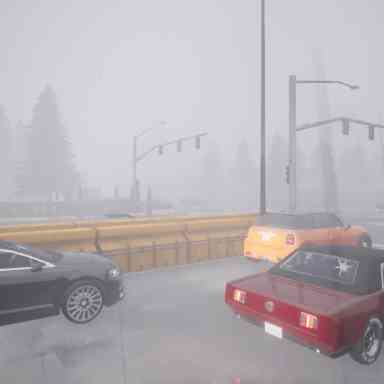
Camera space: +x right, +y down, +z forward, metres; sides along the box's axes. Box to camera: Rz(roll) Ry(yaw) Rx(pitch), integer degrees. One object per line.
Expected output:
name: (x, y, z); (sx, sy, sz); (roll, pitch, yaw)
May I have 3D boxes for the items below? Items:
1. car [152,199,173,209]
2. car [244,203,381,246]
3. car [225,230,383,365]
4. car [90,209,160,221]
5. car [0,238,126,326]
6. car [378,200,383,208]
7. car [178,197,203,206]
car: (-4.251, 1.564, 43.976); (1.994, 1.385, 4.181); (0, 0, -36)
car: (3.870, 1.352, 10.817); (4.553, 1.767, 2.097); (0, 0, -36)
car: (2.922, 1.601, 5.837); (4.718, 1.301, 1.895); (0, 0, -36)
car: (-3.703, 1.601, 14.255); (4.718, 1.301, 1.895); (0, 0, -36)
car: (-3.543, 1.492, 5.511); (4.902, 1.511, 2.128); (0, 0, -36)
car: (26.732, 1.547, 44.609); (5.357, 1.411, 2.033); (0, 0, -36)
car: (-0.305, 1.547, 56.742); (2.033, 1.411, 5.357); (0, 0, -36)
